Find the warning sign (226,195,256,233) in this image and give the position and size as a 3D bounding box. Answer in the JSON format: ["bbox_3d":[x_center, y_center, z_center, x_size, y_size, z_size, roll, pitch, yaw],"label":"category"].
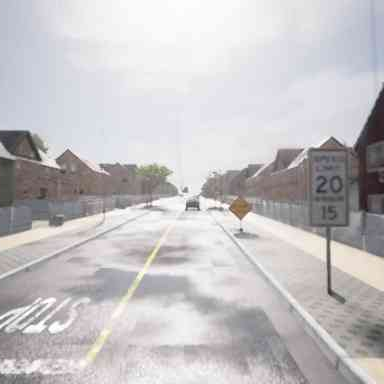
[{"bbox_3d":[2.485,1.106,17.050,1.300,1.860,1.060,-2,-2,0],"label":"warning sign"}]

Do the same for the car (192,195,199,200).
[{"bbox_3d":[0.928,1.571,95.049,1.882,1.535,5.008,0,0,0],"label":"car"}]

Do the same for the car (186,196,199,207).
[{"bbox_3d":[0.076,1.487,53.404,1.882,1.535,5.008,0,0,0],"label":"car"}]

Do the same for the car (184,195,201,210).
[{"bbox_3d":[0.084,1.504,42.287,1.837,1.490,4.892,0,0,0],"label":"car"}]
